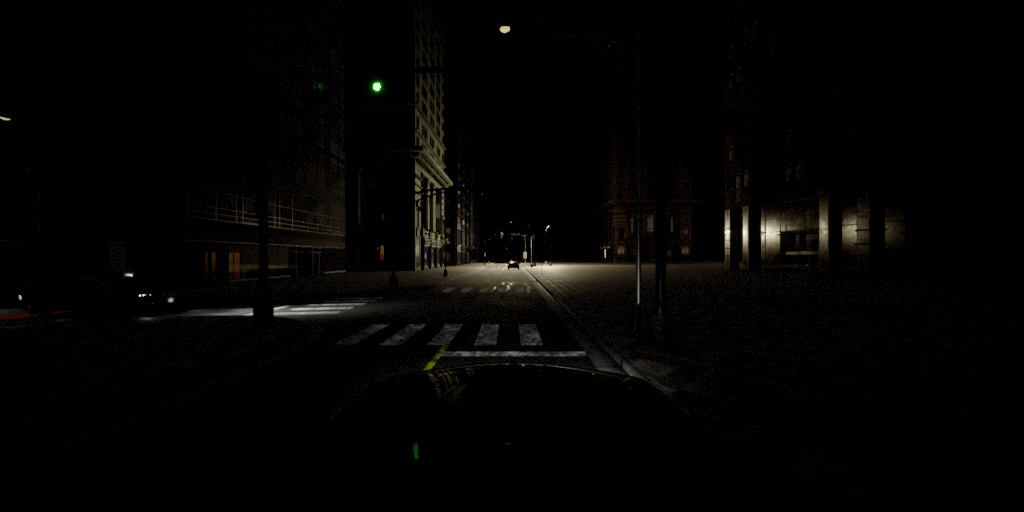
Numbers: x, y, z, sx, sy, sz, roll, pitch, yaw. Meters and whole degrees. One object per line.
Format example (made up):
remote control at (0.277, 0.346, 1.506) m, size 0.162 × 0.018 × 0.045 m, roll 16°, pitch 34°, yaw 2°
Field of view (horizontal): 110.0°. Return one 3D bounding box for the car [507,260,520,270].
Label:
car at (0.240, 1.367, 55.303) m, size 2.033 × 1.411 × 5.357 m, roll 0°, pitch 0°, yaw 0°

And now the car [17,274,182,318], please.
car at (-15.559, 1.467, 13.713) m, size 4.902 × 1.511 × 2.128 m, roll -1°, pitch 0°, yaw -1°
